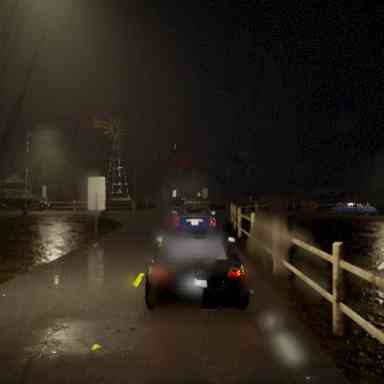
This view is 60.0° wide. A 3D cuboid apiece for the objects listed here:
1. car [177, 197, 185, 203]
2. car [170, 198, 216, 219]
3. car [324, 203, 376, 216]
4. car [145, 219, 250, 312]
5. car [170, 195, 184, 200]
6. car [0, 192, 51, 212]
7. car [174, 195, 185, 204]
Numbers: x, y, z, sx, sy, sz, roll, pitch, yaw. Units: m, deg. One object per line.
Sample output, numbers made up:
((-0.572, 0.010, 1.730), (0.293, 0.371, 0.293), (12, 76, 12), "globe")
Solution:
((-2.649, 1.900, 82.375), (1.895, 1.301, 4.718), (0, 0, 0), "car")
((0.115, 1.365, 16.446), (2.097, 1.767, 4.553), (0, 0, 0), "car")
((17.892, 1.914, 37.724), (5.357, 1.411, 2.033), (1, -2, 0), "car")
((0.106, 1.566, 7.804), (1.994, 1.385, 4.181), (0, 0, 0), "car")
((-2.757, 1.623, 57.167), (1.882, 1.535, 5.008), (0, 0, 0), "car")
((-17.515, 1.012, 34.195), (5.566, 2.045, 2.150), (1, -1, -1), "car")
((-2.668, 1.570, 69.431), (2.097, 1.767, 4.553), (0, 0, 0), "car")
